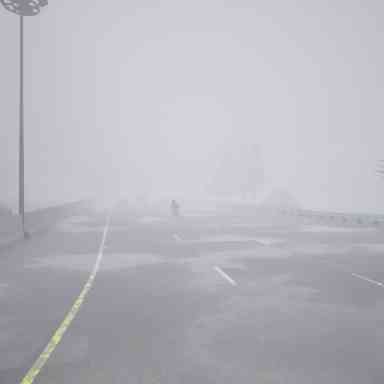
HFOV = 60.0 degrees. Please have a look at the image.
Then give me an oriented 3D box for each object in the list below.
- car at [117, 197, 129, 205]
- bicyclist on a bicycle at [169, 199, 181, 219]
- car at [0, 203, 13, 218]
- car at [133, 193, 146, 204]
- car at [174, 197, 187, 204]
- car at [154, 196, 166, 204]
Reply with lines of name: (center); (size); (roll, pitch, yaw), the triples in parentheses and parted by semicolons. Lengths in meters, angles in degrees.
car: (-12.282, 1.547, 58.893); (2.033, 1.411, 5.357); (0, 0, -15)
bicyclist on a bicycle: (-1.440, 1.455, 28.017); (0.582, 1.620, 1.656); (0, -2, -41)
car: (-15.599, 1.571, 26.208); (1.812, 1.442, 4.674); (0, 0, -13)
car: (-10.326, 1.221, 65.863); (2.150, 2.045, 5.566); (0, 0, -13)
car: (-2.248, 1.547, 61.987); (2.033, 1.411, 5.357); (0, 0, -12)
car: (-5.995, 1.547, 62.658); (2.033, 1.411, 5.357); (0, 0, -12)
